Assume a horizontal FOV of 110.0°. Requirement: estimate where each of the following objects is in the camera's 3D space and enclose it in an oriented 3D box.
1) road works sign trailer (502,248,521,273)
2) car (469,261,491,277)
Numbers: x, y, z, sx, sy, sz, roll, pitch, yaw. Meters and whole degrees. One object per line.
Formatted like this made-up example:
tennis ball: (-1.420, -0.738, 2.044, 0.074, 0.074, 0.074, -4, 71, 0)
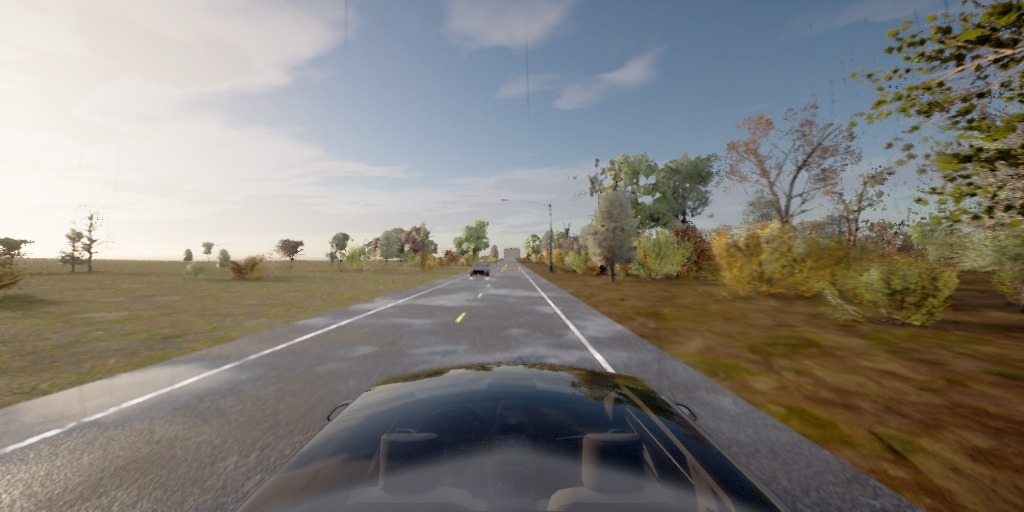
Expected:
road works sign trailer: (0.009, 0.626, 50.950, 2.380, 3.560, 2.880, 0, 0, 0)
car: (-3.575, 1.433, 40.569, 2.097, 1.767, 4.553, 0, 0, 0)
